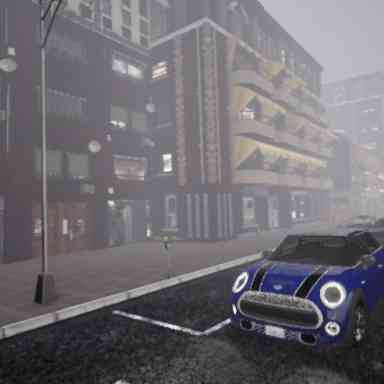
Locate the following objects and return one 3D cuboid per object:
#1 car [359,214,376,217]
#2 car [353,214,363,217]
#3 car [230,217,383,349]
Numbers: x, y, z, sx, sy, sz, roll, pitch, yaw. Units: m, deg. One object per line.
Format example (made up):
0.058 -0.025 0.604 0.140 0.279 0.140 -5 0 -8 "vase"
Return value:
9.471 1.856 15.416 1.882 1.535 5.008 -4 -3 38 "car"
11.278 2.156 21.870 2.008 1.369 4.403 -4 -3 38 "car"
2.680 1.586 6.889 2.097 1.767 4.553 -4 -3 39 "car"
